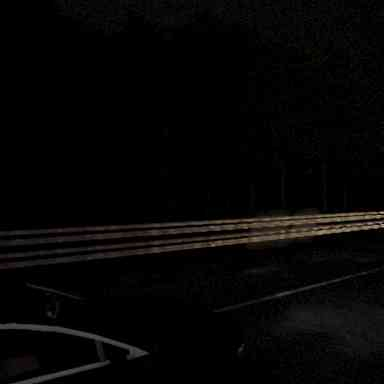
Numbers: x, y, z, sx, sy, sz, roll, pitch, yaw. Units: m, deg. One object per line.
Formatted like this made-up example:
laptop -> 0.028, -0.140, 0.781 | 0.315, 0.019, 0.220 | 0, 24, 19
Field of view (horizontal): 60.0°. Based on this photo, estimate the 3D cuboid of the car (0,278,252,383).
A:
car -> -1.639, 1.491, 2.577 | 4.902, 1.511, 2.128 | 1, 0, -36
